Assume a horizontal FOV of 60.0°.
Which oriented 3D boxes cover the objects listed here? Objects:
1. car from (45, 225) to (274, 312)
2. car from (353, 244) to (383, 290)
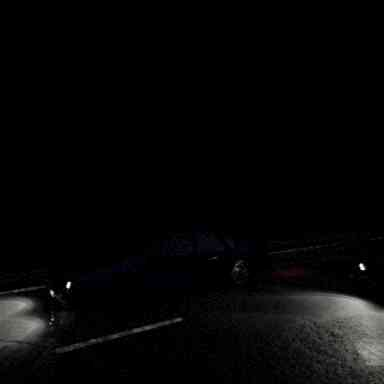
[{"bbox_3d":[-0.455,1.528,7.832,5.357,1.411,2.033,0,0,-34],"label":"car"},{"bbox_3d":[6.195,1.527,8.012,5.357,1.411,2.033,0,0,-33],"label":"car"}]
